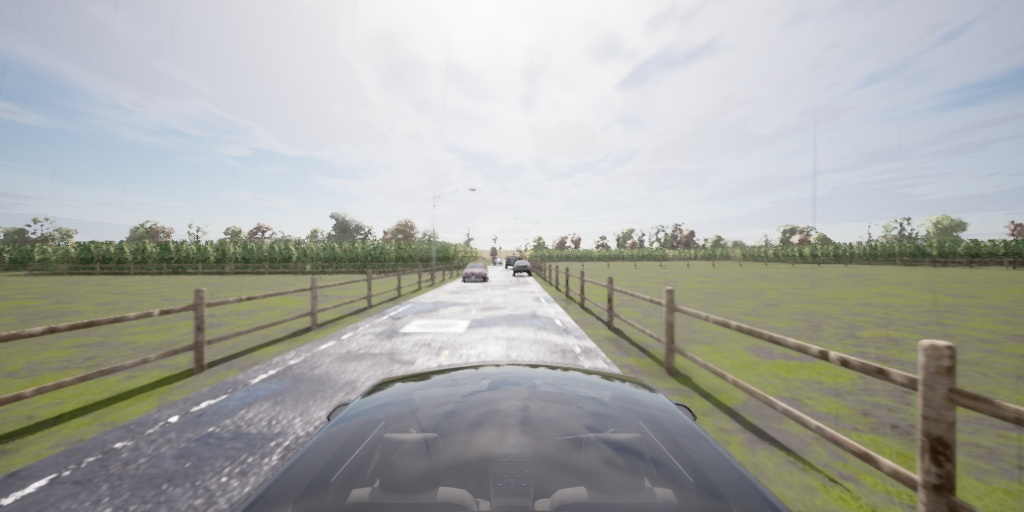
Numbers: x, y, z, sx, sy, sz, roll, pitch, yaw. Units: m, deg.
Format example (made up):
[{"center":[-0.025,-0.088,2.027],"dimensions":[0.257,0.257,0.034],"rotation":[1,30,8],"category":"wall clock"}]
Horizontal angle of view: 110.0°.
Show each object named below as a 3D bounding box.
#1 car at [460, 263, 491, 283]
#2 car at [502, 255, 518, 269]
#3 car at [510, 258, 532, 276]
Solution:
[{"center":[-2.825,1.262,28.392],"dimensions":[1.812,1.442,4.674],"rotation":[0,0,0],"category":"car"},{"center":[0.042,0.929,55.160],"dimensions":[2.150,2.045,5.566],"rotation":[0,0,0],"category":"car"},{"center":[0.988,1.234,36.103],"dimensions":[1.837,1.490,4.892],"rotation":[0,0,0],"category":"car"}]
